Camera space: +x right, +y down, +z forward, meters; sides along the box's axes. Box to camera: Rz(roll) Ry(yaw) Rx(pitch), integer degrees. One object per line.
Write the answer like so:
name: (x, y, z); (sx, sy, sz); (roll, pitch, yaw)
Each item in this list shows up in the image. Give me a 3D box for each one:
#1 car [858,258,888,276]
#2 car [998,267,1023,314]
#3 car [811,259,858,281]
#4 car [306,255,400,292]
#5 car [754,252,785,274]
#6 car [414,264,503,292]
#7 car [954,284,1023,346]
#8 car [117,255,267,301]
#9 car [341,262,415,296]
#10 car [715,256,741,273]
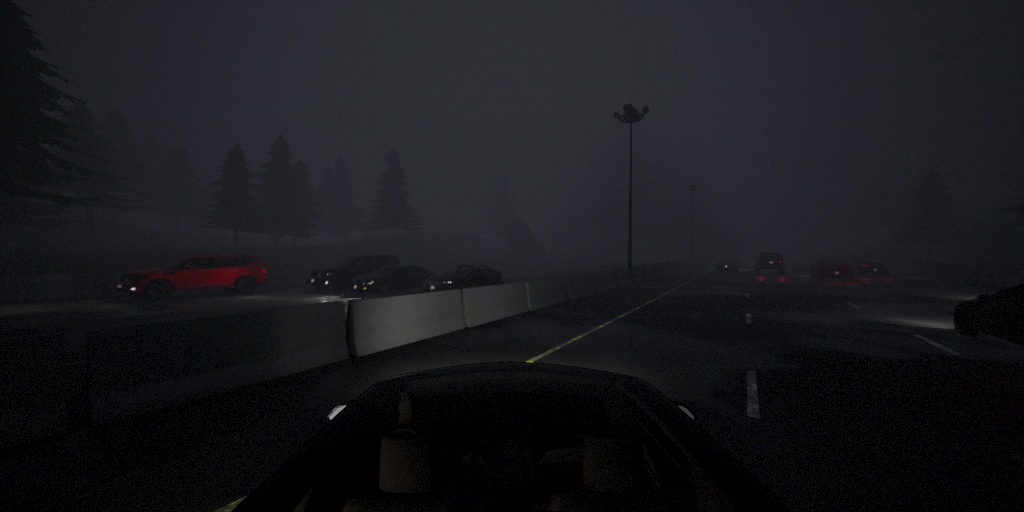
car: (31.014, 0.920, 31.289); (1.812, 1.442, 4.674); (0, 1, 33)
car: (17.603, 1.196, 10.670); (2.128, 1.511, 4.902); (0, 0, 33)
car: (24.242, 0.986, 27.298); (1.882, 1.535, 5.008); (0, 1, 33)
car: (-9.085, 0.938, 21.358); (2.150, 2.045, 5.566); (0, 0, 33)
car: (24.732, 0.624, 34.468); (2.150, 2.045, 5.566); (0, 1, 33)
car: (-2.384, 1.205, 18.818); (2.128, 1.511, 4.902); (0, 0, 33)
car: (11.174, 1.262, 7.205); (1.812, 1.442, 4.674); (0, 0, 33)
car: (-15.523, 0.955, 17.879); (2.150, 2.045, 5.566); (0, 0, 33)
car: (-6.238, 1.225, 19.314); (1.837, 1.490, 4.892); (0, 0, 33)
car: (22.171, 0.952, 36.953); (1.994, 1.385, 4.181); (0, 1, 33)
